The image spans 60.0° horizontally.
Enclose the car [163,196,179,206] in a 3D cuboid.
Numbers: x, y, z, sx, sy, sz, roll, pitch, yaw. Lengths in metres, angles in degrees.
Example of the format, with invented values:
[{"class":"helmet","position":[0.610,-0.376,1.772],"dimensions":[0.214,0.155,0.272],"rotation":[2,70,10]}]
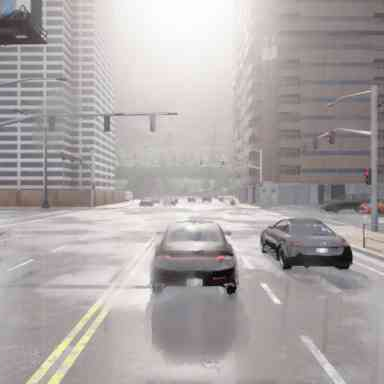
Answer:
[{"class":"car","position":[-3.673,1.500,55.047],"dimensions":[2.128,1.511,4.902],"rotation":[0,0,0]}]

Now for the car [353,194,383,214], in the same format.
[{"class":"car","position":[18.967,1.357,32.958],"dimensions":[4.553,1.767,2.097],"rotation":[0,0,0]}]

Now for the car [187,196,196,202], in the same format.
[{"class":"car","position":[-0.114,1.551,75.246],"dimensions":[2.033,1.411,5.357],"rotation":[0,0,0]}]

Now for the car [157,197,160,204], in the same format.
[{"class":"car","position":[-7.152,1.535,63.165],"dimensions":[1.812,1.442,4.674],"rotation":[0,0,1]}]

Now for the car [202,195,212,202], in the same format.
[{"class":"car","position":[3.383,1.367,76.793],"dimensions":[2.097,1.767,4.553],"rotation":[0,0,0]}]

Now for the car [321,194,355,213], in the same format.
[{"class":"car","position":[17.141,1.227,36.478],"dimensions":[5.566,2.045,2.150],"rotation":[0,0,0]}]

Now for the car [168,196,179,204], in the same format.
[{"class":"car","position":[-3.644,1.514,64.986],"dimensions":[1.837,1.490,4.892],"rotation":[0,0,0]}]

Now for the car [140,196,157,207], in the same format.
[{"class":"car","position":[-7.177,1.534,53.252],"dimensions":[1.812,1.442,4.674],"rotation":[0,0,1]}]

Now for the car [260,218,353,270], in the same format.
[{"class":"car","position":[3.563,1.566,11.088],"dimensions":[1.994,1.385,4.181],"rotation":[0,0,0]}]

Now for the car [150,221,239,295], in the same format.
[{"class":"car","position":[0.052,1.494,8.713],"dimensions":[2.128,1.511,4.902],"rotation":[0,0,0]}]
